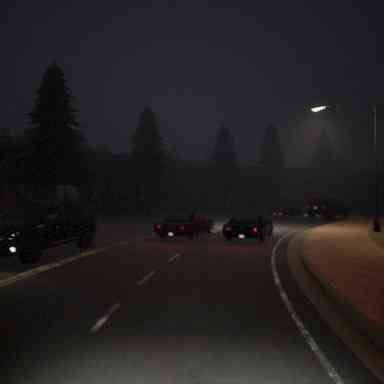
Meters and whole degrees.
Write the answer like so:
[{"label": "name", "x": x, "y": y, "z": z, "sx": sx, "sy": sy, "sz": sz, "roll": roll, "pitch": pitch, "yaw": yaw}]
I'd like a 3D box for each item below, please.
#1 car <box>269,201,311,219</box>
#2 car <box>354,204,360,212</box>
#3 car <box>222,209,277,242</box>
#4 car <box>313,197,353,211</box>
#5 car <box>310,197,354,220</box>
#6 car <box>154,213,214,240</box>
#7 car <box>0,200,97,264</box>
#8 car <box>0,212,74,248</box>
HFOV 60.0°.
[{"label": "car", "x": 9.526, "y": 1.866, "z": 33.372, "sx": 2.128, "sy": 1.511, "sz": 4.902, "roll": -1, "pitch": -1, "yaw": 44}, {"label": "car", "x": 20.916, "y": 2.074, "z": 45.607, "sx": 4.181, "sy": 1.385, "sz": 1.994, "roll": 0, "pitch": -1, "yaw": -23}, {"label": "car", "x": 3.113, "y": 1.799, "z": 17.576, "sx": 1.895, "sy": 1.301, "sz": 4.718, "roll": 0, "pitch": -1, "yaw": 21}, {"label": "car", "x": 20.999, "y": 1.778, "z": 49.489, "sx": 5.566, "sy": 2.045, "sz": 2.150, "roll": 1, "pitch": -1, "yaw": -22}, {"label": "car", "x": 13.245, "y": 1.583, "z": 32.244, "sx": 5.566, "sy": 2.045, "sz": 2.150, "roll": 1, "pitch": -1, "yaw": -43}, {"label": "car", "x": -0.262, "y": 1.809, "z": 18.497, "sx": 1.895, "sy": 1.301, "sz": 4.718, "roll": 0, "pitch": -1, "yaw": 21}, {"label": "car", "x": -5.816, "y": 1.368, "z": 12.879, "sx": 2.150, "sy": 2.045, "sz": 5.566, "roll": 0, "pitch": -1, "yaw": 13}, {"label": "car", "x": -8.345, "y": 1.793, "z": 16.957, "sx": 1.895, "sy": 1.301, "sz": 4.718, "roll": 0, "pitch": -1, "yaw": 17}]
